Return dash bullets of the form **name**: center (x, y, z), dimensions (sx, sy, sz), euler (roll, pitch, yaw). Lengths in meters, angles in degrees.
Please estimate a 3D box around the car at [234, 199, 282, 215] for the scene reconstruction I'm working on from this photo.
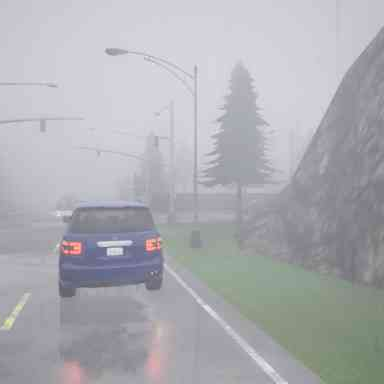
- **car**: center (6.623, 1.505, 33.222), dimensions (4.892, 1.490, 1.837), euler (0, 0, -18)

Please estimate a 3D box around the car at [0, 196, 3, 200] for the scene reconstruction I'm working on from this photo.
- **car**: center (-36.278, 1.374, 61.347), dimensions (1.845, 1.501, 3.633), euler (0, 0, -16)

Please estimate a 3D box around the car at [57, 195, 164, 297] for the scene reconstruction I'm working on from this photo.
- **car**: center (-2.214, 1.221, 8.890), dimensions (2.150, 2.045, 5.566), euler (0, 0, -16)

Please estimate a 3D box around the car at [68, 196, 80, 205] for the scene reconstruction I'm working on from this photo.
- **car**: center (-21.980, 1.564, 62.130), dimensions (1.994, 1.385, 4.181), euler (0, 0, -16)

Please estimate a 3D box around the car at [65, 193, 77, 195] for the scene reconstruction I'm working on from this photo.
- **car**: center (-19.119, 1.221, 52.437), dimensions (2.150, 2.045, 5.566), euler (0, 0, -17)

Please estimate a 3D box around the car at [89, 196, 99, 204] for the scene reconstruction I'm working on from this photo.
- **car**: center (-19.029, 1.526, 64.602), dimensions (1.812, 1.442, 4.674), euler (0, 0, -17)

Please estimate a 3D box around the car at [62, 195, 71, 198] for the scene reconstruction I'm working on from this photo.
- **car**: center (-16.252, 1.492, 42.885), dimensions (2.128, 1.511, 4.902), euler (0, 0, -17)
